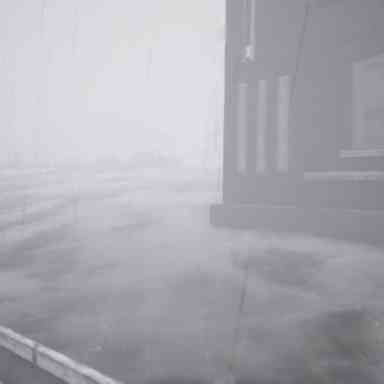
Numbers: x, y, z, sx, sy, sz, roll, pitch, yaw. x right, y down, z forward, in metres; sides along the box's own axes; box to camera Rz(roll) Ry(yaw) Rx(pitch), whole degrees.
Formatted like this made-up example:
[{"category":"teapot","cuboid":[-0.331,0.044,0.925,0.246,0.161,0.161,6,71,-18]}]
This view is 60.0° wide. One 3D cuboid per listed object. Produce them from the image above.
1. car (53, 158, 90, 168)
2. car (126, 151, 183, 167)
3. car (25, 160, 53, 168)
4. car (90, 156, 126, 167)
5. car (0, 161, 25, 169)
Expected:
[{"category":"car","cuboid":[-13.914,-3.324,40.282,4.892,1.521,2.231,1,1,27]},{"category":"car","cuboid":[-3.735,-3.321,35.494,5.566,2.045,2.435,2,1,25]},{"category":"car","cuboid":[-18.745,-3.379,42.743,4.674,1.452,2.002,1,1,28]},{"category":"car","cuboid":[-8.835,-3.334,37.837,4.553,1.767,2.185,1,1,26]},{"category":"car","cuboid":[-23.607,-3.484,45.353,4.792,1.488,2.163,1,1,29]}]
